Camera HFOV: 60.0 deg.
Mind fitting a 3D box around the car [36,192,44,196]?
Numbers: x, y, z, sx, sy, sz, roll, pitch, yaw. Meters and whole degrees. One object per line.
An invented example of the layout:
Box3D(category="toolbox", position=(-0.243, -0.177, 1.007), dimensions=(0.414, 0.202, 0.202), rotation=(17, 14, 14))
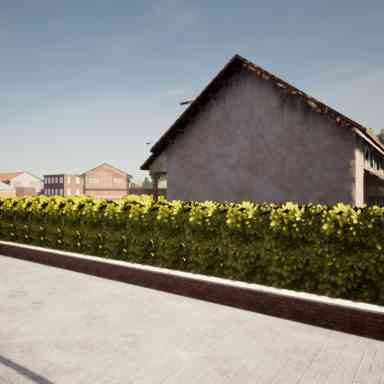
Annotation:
Box3D(category="car", position=(-31.328, 0.973, 68.439), dimensions=(3.866, 1.878, 1.905), rotation=(0, 0, 35))
